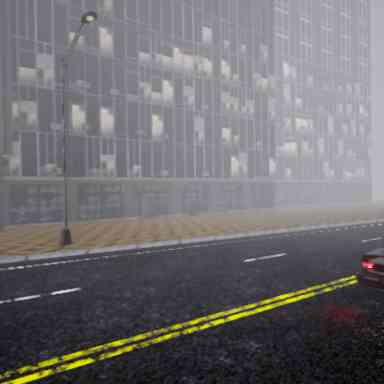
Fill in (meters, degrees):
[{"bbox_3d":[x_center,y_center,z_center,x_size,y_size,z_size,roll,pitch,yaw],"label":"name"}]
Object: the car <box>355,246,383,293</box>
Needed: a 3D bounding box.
[{"bbox_3d":[5.932,1.535,7.688,5.357,1.411,2.033,0,0,-35],"label":"car"}]
